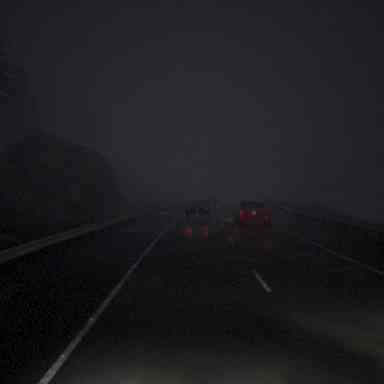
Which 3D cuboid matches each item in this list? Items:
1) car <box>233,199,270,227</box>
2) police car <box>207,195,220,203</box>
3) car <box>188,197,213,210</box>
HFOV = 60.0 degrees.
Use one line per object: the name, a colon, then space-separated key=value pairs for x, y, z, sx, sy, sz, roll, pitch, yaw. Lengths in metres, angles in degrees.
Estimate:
car: x=4.018 y=1.353 z=23.130 sx=2.097 sy=1.767 sz=4.553 roll=0 pitch=0 yaw=3
police car: x=3.293 y=1.082 z=52.036 sx=1.930 sy=1.638 sz=5.238 roll=0 pitch=0 yaw=9
car: x=0.493 y=1.250 z=25.719 sx=1.895 sy=1.301 sz=4.718 roll=0 pitch=0 yaw=3
